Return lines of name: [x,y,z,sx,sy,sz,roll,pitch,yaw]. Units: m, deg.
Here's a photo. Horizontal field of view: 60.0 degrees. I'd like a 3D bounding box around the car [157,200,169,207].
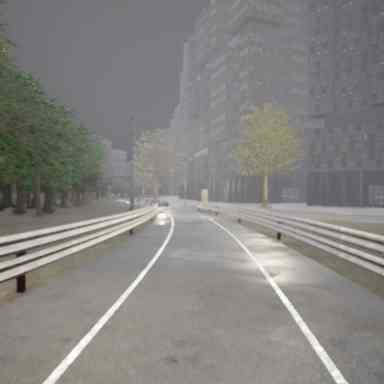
car: [-5.611,2.093,61.825,1.895,1.301,4.718,1,-1,-17]
